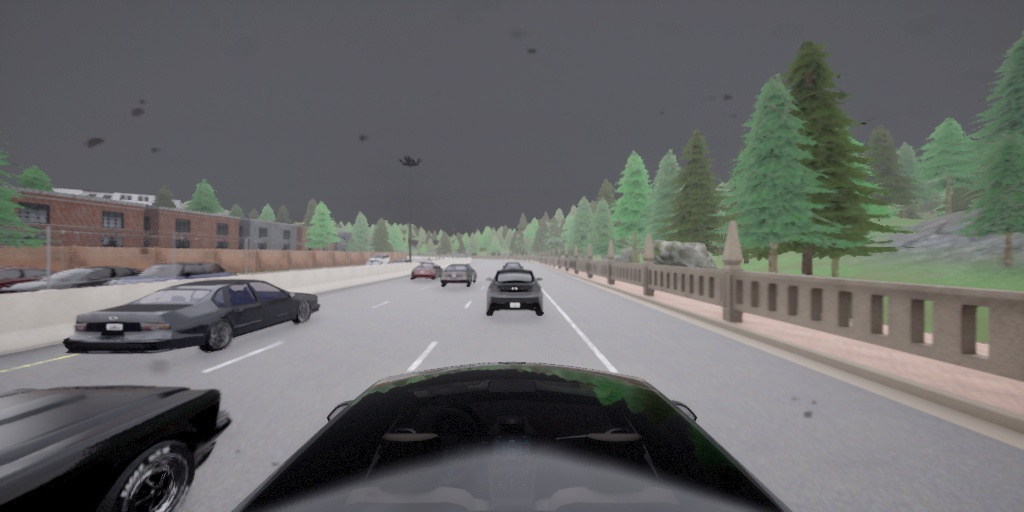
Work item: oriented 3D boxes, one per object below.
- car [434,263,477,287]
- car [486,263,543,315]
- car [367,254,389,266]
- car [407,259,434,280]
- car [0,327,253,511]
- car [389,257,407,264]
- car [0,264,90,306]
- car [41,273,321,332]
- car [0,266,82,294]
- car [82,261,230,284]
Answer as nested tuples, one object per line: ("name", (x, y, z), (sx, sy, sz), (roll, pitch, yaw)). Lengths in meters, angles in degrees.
("car", (-3.417, 1.211, 23.627), (2.033, 1.411, 5.357), (0, 0, 0))
("car", (0.092, 1.210, 13.261), (1.837, 1.490, 4.892), (0, 1, 0))
("car", (-21.080, 0.755, 57.005), (2.150, 2.045, 5.566), (0, 0, 1))
("car", (-6.921, 1.204, 29.685), (1.994, 1.385, 4.181), (0, 0, 0))
("car", (-3.410, 1.355, 1.008), (1.895, 1.301, 4.718), (0, 0, 0))
("car", (-17.585, 1.095, 57.204), (1.994, 1.385, 4.181), (0, 0, 0))
("car", (-21.110, 1.181, 14.631), (1.882, 1.535, 5.008), (0, 0, 0))
("car", (-6.906, 1.271, 8.737), (2.033, 1.411, 5.357), (0, 0, 0))
("car", (-17.610, 1.206, 14.973), (1.837, 1.490, 4.892), (0, 0, 0))
("car", (-14.110, 1.052, 14.990), (2.097, 1.767, 4.553), (0, 0, 0))
